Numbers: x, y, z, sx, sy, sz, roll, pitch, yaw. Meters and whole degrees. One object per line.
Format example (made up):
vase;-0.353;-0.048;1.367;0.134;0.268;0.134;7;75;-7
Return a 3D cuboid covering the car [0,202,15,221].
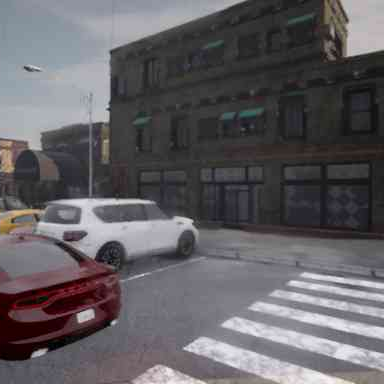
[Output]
car;-4.195;1.343;11.984;2.185;1.767;4.553;0;0;36

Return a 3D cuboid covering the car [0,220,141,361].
car;-3.405;1.472;5.818;5.008;1.535;1.882;0;0;36

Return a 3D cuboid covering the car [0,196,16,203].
car;-8.787;1.206;15.257;2.435;2.045;5.566;0;0;36

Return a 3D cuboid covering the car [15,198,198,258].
car;-2.051;1.222;10.452;2.435;2.045;5.566;0;0;36
